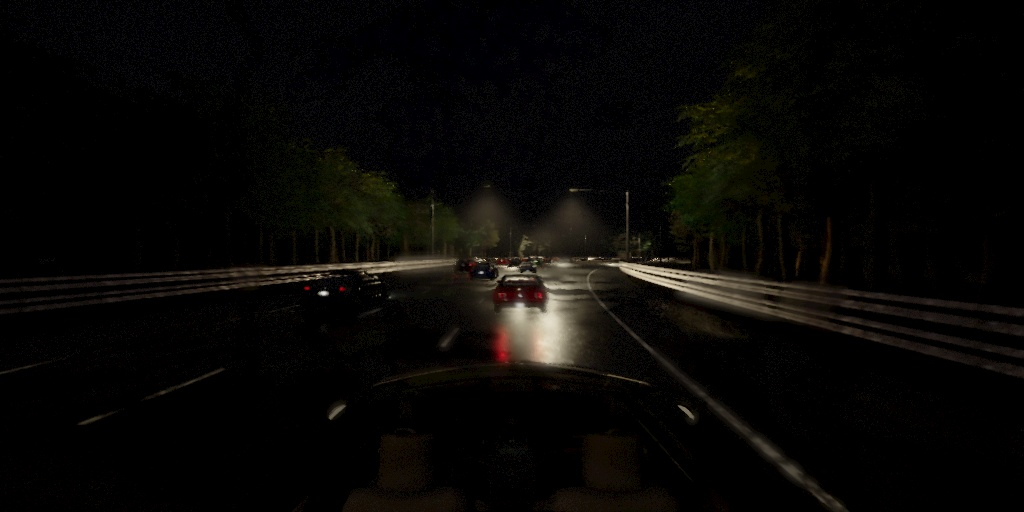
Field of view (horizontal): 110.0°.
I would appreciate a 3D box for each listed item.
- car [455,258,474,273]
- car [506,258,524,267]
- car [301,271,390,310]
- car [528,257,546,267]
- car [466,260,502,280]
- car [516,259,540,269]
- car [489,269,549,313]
[{"bbox_3d":[-5.049,1.030,41.100,2.097,1.767,4.553,0,0,5],"label":"car"},{"bbox_3d":[0.657,1.176,61.058,1.812,1.442,4.674,0,0,8],"label":"car"},{"bbox_3d":[-6.557,1.289,14.608,1.994,1.385,4.181,0,0,2],"label":"car"},{"bbox_3d":[4.316,1.003,62.533,2.097,1.767,4.553,0,0,8],"label":"car"},{"bbox_3d":[-2.306,1.288,30.628,1.994,1.385,4.181,0,0,4],"label":"car"},{"bbox_3d":[1.904,1.317,41.199,1.895,1.301,4.718,0,0,5],"label":"car"},{"bbox_3d":[0.352,1.353,14.124,1.895,1.301,4.718,0,0,2],"label":"car"}]
